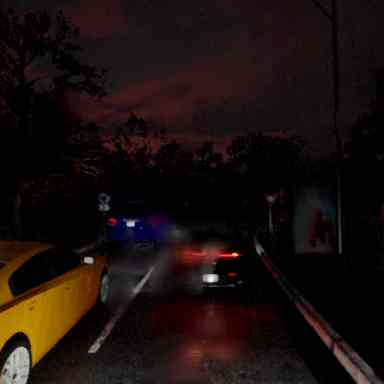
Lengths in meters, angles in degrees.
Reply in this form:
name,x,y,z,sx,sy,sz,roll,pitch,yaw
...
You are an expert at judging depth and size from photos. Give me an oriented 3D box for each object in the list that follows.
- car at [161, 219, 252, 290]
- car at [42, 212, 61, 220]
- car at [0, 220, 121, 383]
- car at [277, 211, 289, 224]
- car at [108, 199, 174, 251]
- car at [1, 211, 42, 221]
name,x,y,z,sx,sy,sz,roll,pitch,yaw
car,0.499,1.487,8.996,1.837,1.490,4.892,0,-1,3
car,-24.873,4.008,55.736,5.357,1.411,2.033,2,-4,-33
car,-2.658,1.444,4.836,1.882,1.535,5.008,0,0,2
car,11.842,2.858,38.396,5.008,1.535,1.882,0,-4,-40
car,-2.118,1.370,14.854,2.150,2.045,5.566,0,-2,3
car,-26.164,3.656,50.561,4.902,1.511,2.128,3,-5,-43
